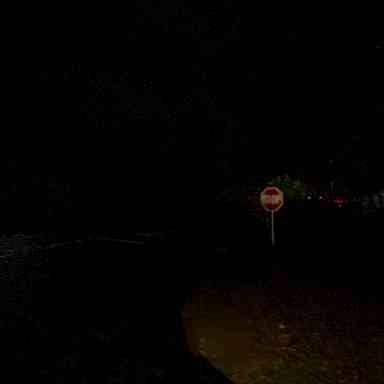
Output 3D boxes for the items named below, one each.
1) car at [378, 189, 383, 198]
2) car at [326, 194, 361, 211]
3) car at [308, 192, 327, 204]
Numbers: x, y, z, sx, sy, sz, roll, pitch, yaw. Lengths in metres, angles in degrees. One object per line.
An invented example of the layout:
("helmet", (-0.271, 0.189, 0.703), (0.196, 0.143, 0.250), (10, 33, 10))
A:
("car", (40.590, 0.531, 69.263), (1.994, 1.385, 4.181), (-1, 0, 33))
("car", (15.801, 1.100, 33.984), (2.128, 1.511, 4.902), (-1, 0, 39))
("car", (18.656, 0.837, 48.808), (2.097, 1.767, 4.553), (-1, 0, 39))
